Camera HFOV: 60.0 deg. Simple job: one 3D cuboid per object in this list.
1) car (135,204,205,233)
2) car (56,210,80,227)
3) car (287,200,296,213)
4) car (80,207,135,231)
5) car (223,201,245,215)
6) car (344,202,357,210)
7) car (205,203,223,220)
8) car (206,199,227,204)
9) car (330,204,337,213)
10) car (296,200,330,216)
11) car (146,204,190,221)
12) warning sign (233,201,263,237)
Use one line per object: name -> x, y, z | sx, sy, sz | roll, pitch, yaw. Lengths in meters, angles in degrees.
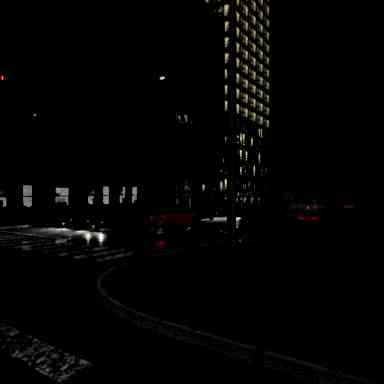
car -> -1.370, 1.703, 22.687 | 2.097, 1.767, 4.553 | 0, -1, 33
car -> -7.540, 1.873, 25.460 | 2.033, 1.411, 5.357 | 0, -1, 33
car -> 15.967, 2.147, 49.711 | 2.150, 2.045, 5.566 | 0, -1, 33
car -> -4.883, 1.874, 23.582 | 2.033, 1.411, 5.357 | 0, -1, 33
car -> 6.034, 2.180, 40.593 | 2.128, 1.511, 4.902 | 0, -1, 33
car -> 31.360, 2.789, 65.776 | 1.882, 1.535, 5.008 | 0, -1, 33
car -> 0.553, 2.055, 32.061 | 2.033, 1.411, 5.357 | 0, -1, 33
car -> 3.176, 1.902, 42.160 | 2.150, 2.045, 5.566 | 0, -1, 32
car -> 21.811, 2.596, 52.990 | 1.994, 1.385, 4.181 | 0, -1, 33
car -> 16.088, 2.066, 44.001 | 2.150, 2.045, 5.566 | 0, -1, 35
car -> -2.358, 2.002, 33.539 | 1.837, 1.490, 4.892 | 0, -1, 33
warning sign -> 3.124, 1.454, 18.531 | 1.300, 1.860, 1.060 | 1, 1, 33
